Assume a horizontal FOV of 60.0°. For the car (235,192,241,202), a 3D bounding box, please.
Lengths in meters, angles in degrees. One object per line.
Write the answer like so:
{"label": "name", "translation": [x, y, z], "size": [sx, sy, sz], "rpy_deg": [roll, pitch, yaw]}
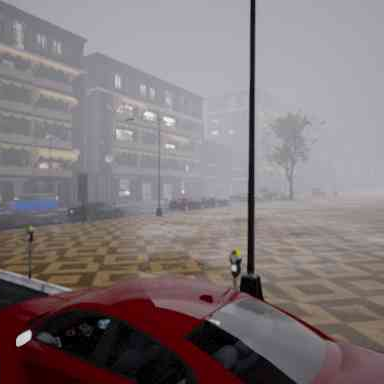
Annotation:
{"label": "car", "translation": [7.195, 0.769, 48.593], "size": [2.128, 1.511, 4.902], "rpy_deg": [1, 1, 34]}

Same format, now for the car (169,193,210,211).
{"label": "car", "translation": [-0.451, 1.115, 33.003], "size": [1.887, 1.381, 4.507], "rpy_deg": [2, 2, 35]}

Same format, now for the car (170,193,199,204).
{"label": "car", "translation": [-0.956, 0.885, 46.933], "size": [1.947, 1.339, 4.313], "rpy_deg": [2, 2, 35]}

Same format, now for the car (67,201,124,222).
{"label": "car", "translation": [-6.819, 1.312, 23.868], "size": [1.947, 1.339, 4.313], "rpy_deg": [2, 2, 35]}

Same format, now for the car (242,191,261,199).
{"label": "car", "translation": [11.685, 0.501, 65.067], "size": [1.752, 1.417, 4.829], "rpy_deg": [2, 2, 35]}

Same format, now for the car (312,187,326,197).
{"label": "car", "translation": [28.937, -0.010, 75.698], "size": [2.150, 2.045, 5.566], "rpy_deg": [1, 1, 35]}

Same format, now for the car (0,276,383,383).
{"label": "car", "translation": [-0.480, 1.543, 3.212], "size": [4.507, 1.381, 1.887], "rpy_deg": [0, 1, 36]}

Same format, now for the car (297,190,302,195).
{"label": "car", "translation": [27.703, 0.089, 88.051], "size": [1.887, 1.381, 4.507], "rpy_deg": [2, 2, 35]}

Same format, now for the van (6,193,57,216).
{"label": "van", "translation": [-13.691, 1.011, 28.653], "size": [1.690, 1.788, 3.998], "rpy_deg": [2, 2, 35]}

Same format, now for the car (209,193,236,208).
{"label": "car", "translation": [2.734, 1.033, 37.572], "size": [2.008, 1.369, 4.403], "rpy_deg": [2, 2, 35]}

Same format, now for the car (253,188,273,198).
{"label": "car", "translation": [14.969, 0.202, 69.770], "size": [2.192, 1.841, 5.009], "rpy_deg": [2, 2, 35]}

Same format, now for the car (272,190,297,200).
{"label": "car", "translation": [15.570, 0.658, 55.987], "size": [1.752, 1.417, 4.829], "rpy_deg": [2, 2, 35]}

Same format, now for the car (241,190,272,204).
{"label": "car", "translation": [9.103, 0.859, 46.710], "size": [2.008, 1.369, 4.403], "rpy_deg": [2, 2, 35]}

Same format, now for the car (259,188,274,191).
{"label": "car", "translation": [13.078, 0.337, 57.132], "size": [2.150, 2.045, 5.566], "rpy_deg": [1, 1, 35]}

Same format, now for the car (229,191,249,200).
{"label": "car", "translation": [8.597, 0.625, 60.640], "size": [1.947, 1.339, 4.313], "rpy_deg": [2, 2, 35]}

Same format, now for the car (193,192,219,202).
{"label": "car", "translation": [2.228, 0.783, 51.502], "size": [2.008, 1.369, 4.403], "rpy_deg": [2, 2, 35]}
